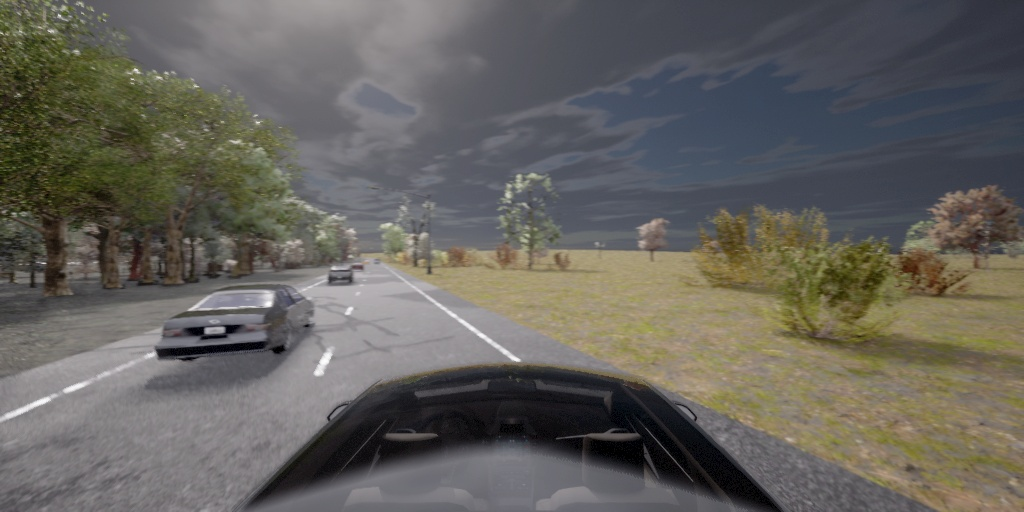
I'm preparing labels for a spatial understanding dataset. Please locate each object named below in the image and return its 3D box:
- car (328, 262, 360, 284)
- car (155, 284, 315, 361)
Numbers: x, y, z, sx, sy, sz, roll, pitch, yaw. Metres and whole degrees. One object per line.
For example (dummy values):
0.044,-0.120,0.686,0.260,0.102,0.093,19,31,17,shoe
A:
-14.744,1.543,31.148,2.128,1.511,4.902,0,0,-21,car
-6.183,1.391,8.726,2.033,1.411,5.357,0,0,-21,car
